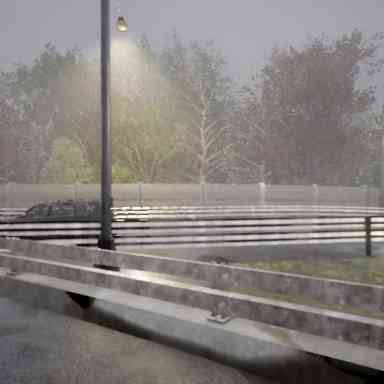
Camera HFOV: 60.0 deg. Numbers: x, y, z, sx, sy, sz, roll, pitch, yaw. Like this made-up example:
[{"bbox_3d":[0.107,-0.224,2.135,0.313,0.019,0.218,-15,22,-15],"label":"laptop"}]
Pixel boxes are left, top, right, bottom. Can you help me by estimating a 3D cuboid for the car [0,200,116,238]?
[{"bbox_3d":[-6.208,1.412,14.926,5.566,2.045,2.150,-1,0,-5],"label":"car"}]
